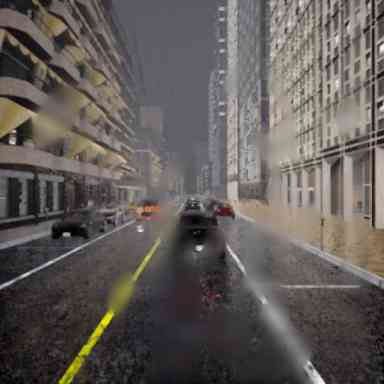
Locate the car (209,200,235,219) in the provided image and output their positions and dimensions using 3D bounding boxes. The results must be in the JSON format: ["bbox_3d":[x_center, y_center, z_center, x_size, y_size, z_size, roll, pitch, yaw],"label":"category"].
[{"bbox_3d":[2.674,1.587,28.599,1.802,1.307,4.206,0,0,0],"label":"car"}]

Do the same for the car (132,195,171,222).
[{"bbox_3d":[-3.110,1.356,26.387,2.097,1.767,4.553,0,0,0],"label":"car"}]

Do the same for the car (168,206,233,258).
[{"bbox_3d":[0.177,1.505,12.732,1.837,1.490,4.892,0,0,-2],"label":"car"}]

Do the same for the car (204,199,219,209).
[{"bbox_3d":[2.665,1.597,45.546,1.802,1.307,4.206,0,0,0],"label":"car"}]

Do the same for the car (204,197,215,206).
[{"bbox_3d":[2.669,1.577,39.896,1.947,1.339,4.313,0,0,0],"label":"car"}]

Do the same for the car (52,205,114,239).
[{"bbox_3d":[-5.699,1.567,17.298,1.947,1.339,4.313,0,0,0],"label":"car"}]

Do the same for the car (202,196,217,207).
[{"bbox_3d":[2.662,1.460,51.194,1.967,1.590,4.097,0,0,0],"label":"car"}]

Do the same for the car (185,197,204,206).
[{"bbox_3d":[0.079,1.559,39.919,2.033,1.411,5.357,0,0,0],"label":"car"}]

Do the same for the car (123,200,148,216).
[{"bbox_3d":[-5.709,1.533,34.074,1.752,1.417,4.829,0,0,0],"label":"car"}]

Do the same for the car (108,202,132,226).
[{"bbox_3d":[-5.702,1.554,22.946,2.008,1.369,4.403,0,0,0],"label":"car"}]

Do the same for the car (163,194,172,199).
[{"bbox_3d":[-5.728,1.600,68.135,1.947,1.339,4.313,0,0,0],"label":"car"}]

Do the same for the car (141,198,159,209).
[{"bbox_3d":[-5.715,1.560,45.541,1.887,1.381,4.507,0,0,0],"label":"car"}]

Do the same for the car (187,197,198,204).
[{"bbox_3d":[0.066,1.593,62.880,1.994,1.385,4.181,0,0,0],"label":"car"}]
